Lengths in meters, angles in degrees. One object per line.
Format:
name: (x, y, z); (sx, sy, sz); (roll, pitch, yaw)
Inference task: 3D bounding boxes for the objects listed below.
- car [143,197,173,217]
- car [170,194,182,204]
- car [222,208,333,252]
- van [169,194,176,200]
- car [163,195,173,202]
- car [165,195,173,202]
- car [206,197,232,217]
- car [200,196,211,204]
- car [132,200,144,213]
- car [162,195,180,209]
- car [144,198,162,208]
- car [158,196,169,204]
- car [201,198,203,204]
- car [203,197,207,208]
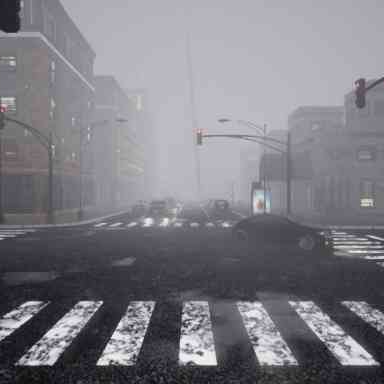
car: (-3.079, 1.510, 31.252); (1.837, 1.490, 4.892); (0, 0, 0)
car: (-2.956, 1.560, 64.970); (2.128, 1.511, 4.902); (0, 0, 0)
car: (3.716, 1.574, 14.131); (4.181, 1.385, 1.994); (0, 1, 30)
van: (-5.634, 1.430, 94.472); (1.690, 1.788, 3.998); (-1, 0, 0)
car: (-5.646, 1.497, 77.382); (1.967, 1.590, 4.097); (0, 0, 0)
car: (-5.640, 1.592, 82.908); (1.752, 1.417, 4.829); (-1, 0, 0)
car: (2.705, 1.446, 31.815); (1.967, 1.590, 4.097); (0, 0, 0)
car: (2.729, 1.591, 65.996); (2.008, 1.369, 4.403); (-1, 0, 0)
car: (-5.671, 1.561, 37.506); (2.008, 1.369, 4.403); (0, 0, 0)
car: (-3.064, 1.522, 46.014); (1.837, 1.490, 4.892); (0, 0, 0)
car: (-5.663, 1.571, 48.899); (2.008, 1.369, 4.403); (0, 0, 0)
car: (-5.652, 1.565, 65.819); (1.752, 1.417, 4.829); (0, 0, 0)
car: (2.717, 1.571, 48.906); (2.008, 1.369, 4.403); (0, 0, 0)
car: (2.714, 1.597, 43.209); (1.802, 1.307, 4.206); (0, 0, 0)
